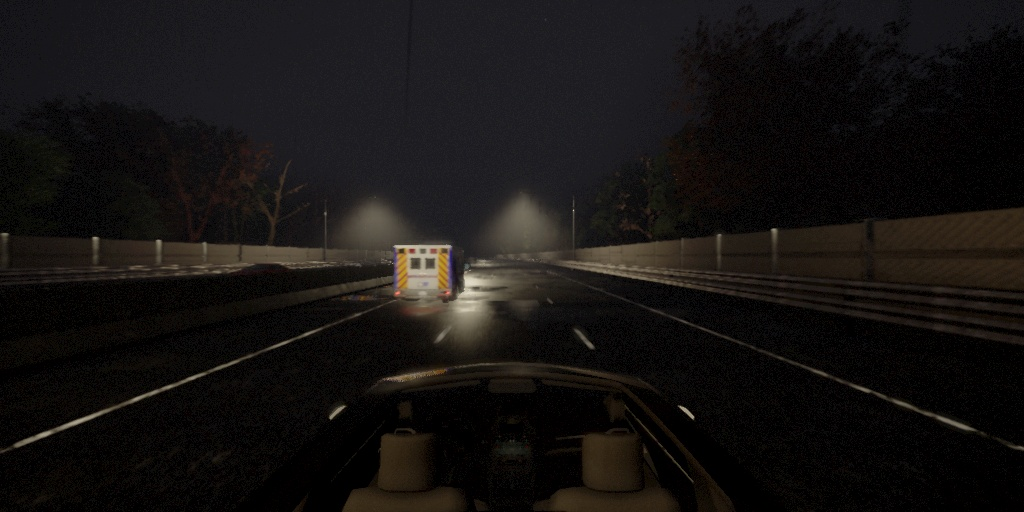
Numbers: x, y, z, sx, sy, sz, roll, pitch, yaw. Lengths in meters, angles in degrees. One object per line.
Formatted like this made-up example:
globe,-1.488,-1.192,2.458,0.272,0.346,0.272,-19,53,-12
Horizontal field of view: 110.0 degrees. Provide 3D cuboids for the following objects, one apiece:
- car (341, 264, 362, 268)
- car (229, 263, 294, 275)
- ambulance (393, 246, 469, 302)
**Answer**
car,-14.331,1.384,31.500,1.895,1.301,4.718,0,0,-1
car,-17.750,1.260,25.666,1.882,1.535,5.008,0,0,-1
ambulance,-3.578,0.808,17.160,2.351,2.431,6.366,0,0,-1
